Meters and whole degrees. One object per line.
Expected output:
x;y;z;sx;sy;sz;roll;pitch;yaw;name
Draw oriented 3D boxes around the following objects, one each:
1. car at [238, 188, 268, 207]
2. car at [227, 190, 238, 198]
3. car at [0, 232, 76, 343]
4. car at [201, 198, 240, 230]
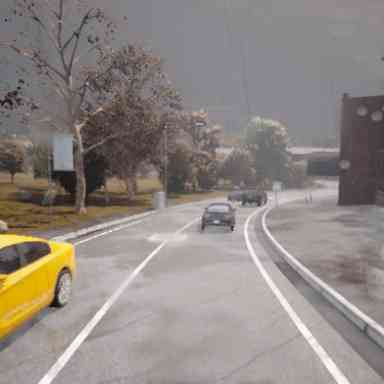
7.589;0.563;39.894;2.150;2.045;5.566;3;3;23;car
6.358;0.519;46.084;1.837;1.490;4.892;3;3;27;car
-3.426;1.447;4.993;1.882;1.535;5.008;0;0;2;car
1.675;1.361;19.754;1.812;1.442;4.674;1;1;10;car
